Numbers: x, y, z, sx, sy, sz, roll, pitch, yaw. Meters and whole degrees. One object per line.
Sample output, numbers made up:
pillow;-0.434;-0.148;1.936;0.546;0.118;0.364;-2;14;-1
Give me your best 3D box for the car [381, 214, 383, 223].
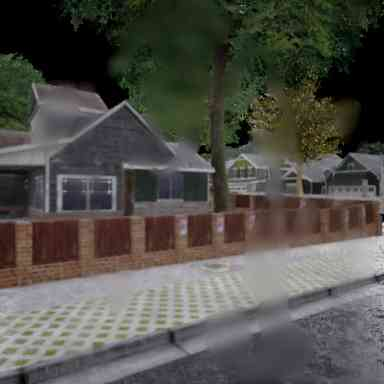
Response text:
car;12.067;1.410;23.422;1.895;1.301;4.718;0;1;-32
